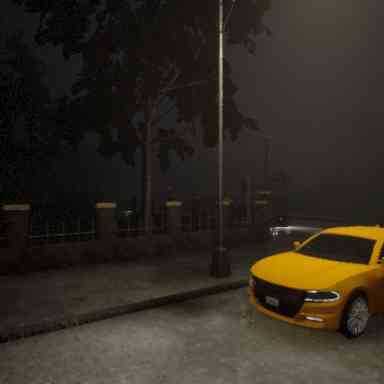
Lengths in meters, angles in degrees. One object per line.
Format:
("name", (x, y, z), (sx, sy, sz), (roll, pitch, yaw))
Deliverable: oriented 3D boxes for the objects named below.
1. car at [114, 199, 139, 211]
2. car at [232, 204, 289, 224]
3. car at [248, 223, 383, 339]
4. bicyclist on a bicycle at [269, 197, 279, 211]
("car", (-8.108, 1.555, 40.723), (1.994, 1.385, 4.181), (0, 0, -35))
("car", (4.541, 1.555, 22.901), (1.994, 1.385, 4.181), (0, 0, -36))
("car", (3.342, 1.474, 6.746), (5.008, 1.535, 1.882), (0, 0, -35))
("bicyclist on a bicycle", (7.994, 1.336, 32.513), (1.656, 1.620, 0.582), (0, 0, -36))
